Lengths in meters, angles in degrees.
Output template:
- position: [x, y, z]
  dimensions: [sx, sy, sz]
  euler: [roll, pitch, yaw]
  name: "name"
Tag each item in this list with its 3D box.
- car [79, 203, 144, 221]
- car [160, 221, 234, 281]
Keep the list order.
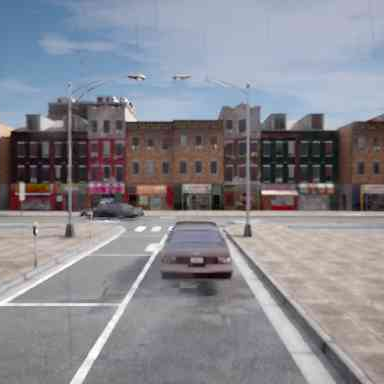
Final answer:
- position: [-6.795, 1.616, 28.194]
  dimensions: [5.357, 1.411, 2.033]
  euler: [0, 0, 16]
  name: "car"
- position: [0.108, 1.580, 9.934]
  dimensions: [2.033, 1.411, 5.357]
  euler: [0, 0, 0]
  name: "car"
